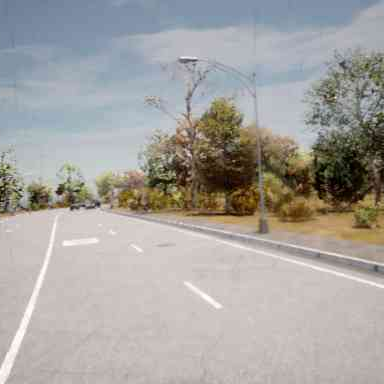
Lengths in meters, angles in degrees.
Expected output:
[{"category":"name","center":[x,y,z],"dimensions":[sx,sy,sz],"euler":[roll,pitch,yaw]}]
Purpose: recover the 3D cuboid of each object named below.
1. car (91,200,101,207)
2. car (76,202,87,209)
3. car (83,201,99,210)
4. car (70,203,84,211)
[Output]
[{"category":"car","center":[-25.789,3.144,88.925],"dimensions":[2.150,2.045,5.566],"euler":[-4,0,-6]},{"category":"car","center":[-29.163,3.613,87.912],"dimensions":[1.837,1.490,4.892],"euler":[-4,0,-6]},{"category":"car","center":[-23.937,3.424,78.887],"dimensions":[1.895,1.301,4.718],"euler":[-4,0,-11]},{"category":"car","center":[-27.294,3.536,77.875],"dimensions":[1.837,1.490,4.892],"euler":[-4,0,-11]}]
